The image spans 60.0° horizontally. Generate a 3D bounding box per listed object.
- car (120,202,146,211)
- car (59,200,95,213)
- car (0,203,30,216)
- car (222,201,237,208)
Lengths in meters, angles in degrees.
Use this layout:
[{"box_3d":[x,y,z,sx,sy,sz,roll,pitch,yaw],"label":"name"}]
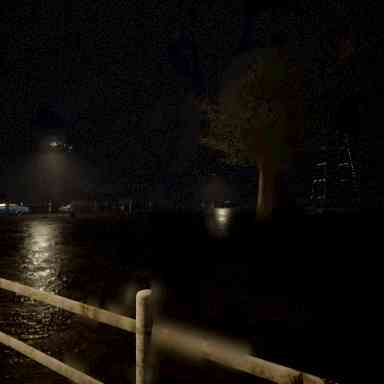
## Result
[{"box_3d":[-9.233,2.259,52.274,1.812,1.442,4.674,-2,-2,36],"label":"car"},{"box_3d":[-15.169,1.912,44.032,2.097,1.767,4.553,-2,-2,36],"label":"car"},{"box_3d":[-20.707,1.951,36.325,2.033,1.411,5.357,-2,-2,35],"label":"car"},{"box_3d":[7.688,2.627,69.501,1.994,1.385,4.181,-2,-2,36],"label":"car"}]
